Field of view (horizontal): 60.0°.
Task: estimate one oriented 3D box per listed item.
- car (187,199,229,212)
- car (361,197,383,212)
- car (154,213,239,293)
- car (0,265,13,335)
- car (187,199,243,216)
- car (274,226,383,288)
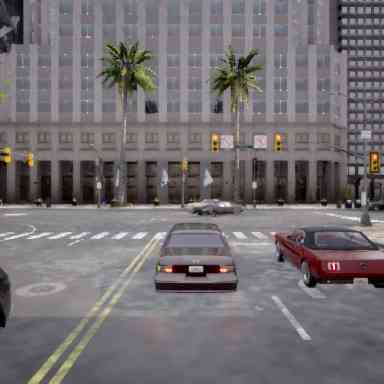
[{"bbox_3d":[1.729,1.526,37.916,4.674,1.442,1.812,0,0,0],"label":"car"},{"bbox_3d":[21.753,1.353,37.832,4.553,1.767,2.097,0,0,0],"label":"car"},{"bbox_3d":[0.095,1.547,8.989,2.033,1.411,5.357,0,0,0],"label":"car"},{"bbox_3d":[-3.579,1.491,2.948,2.128,1.511,4.902,0,0,0],"label":"car"},{"bbox_3d":[2.501,1.547,31.408,5.357,1.411,2.033,0,0,-38],"label":"car"},{"bbox_3d":[3.641,1.601,9.257,1.895,1.301,4.718,0,0,2],"label":"car"}]
